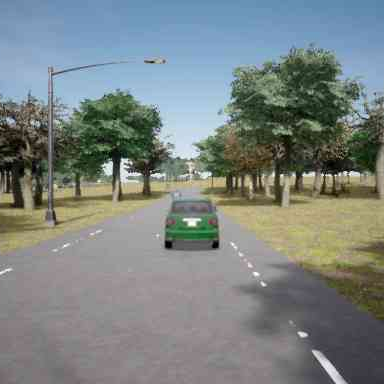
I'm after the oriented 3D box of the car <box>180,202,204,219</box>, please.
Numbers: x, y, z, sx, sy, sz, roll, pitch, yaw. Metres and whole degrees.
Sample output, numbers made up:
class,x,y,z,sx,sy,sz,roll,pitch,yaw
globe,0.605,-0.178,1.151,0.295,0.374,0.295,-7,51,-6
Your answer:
class,x,y,z,sx,sy,sz,roll,pitch,yaw
car,0.000,1.575,29.682,1.895,1.301,4.718,0,0,0

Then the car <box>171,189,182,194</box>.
class,x,y,z,sx,sy,sz,roll,pitch,yaw
car,-3.500,0.397,76.691,2.150,2.045,5.566,0,2,0

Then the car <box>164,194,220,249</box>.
class,x,y,z,sx,sy,sz,roll,pitch,yaw
car,0.000,1.240,14.680,2.150,2.045,5.566,0,0,0
